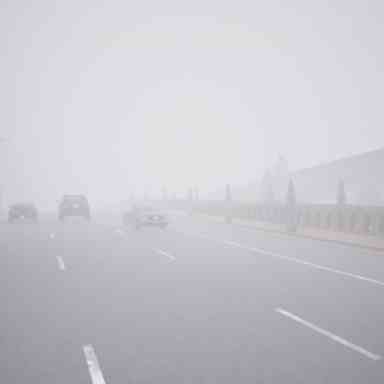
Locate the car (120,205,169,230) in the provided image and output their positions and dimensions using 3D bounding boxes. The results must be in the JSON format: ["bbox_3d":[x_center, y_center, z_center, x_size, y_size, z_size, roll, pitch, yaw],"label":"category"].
[{"bbox_3d":[-3.120,1.526,21.032,2.033,1.411,5.357,0,0,-25],"label":"car"}]

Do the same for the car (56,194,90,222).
[{"bbox_3d":[-9.561,1.195,26.621,2.150,2.045,5.566,0,0,-25],"label":"car"}]

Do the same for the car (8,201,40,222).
[{"bbox_3d":[-13.042,1.480,25.811,1.837,1.490,4.892,0,0,-25],"label":"car"}]
